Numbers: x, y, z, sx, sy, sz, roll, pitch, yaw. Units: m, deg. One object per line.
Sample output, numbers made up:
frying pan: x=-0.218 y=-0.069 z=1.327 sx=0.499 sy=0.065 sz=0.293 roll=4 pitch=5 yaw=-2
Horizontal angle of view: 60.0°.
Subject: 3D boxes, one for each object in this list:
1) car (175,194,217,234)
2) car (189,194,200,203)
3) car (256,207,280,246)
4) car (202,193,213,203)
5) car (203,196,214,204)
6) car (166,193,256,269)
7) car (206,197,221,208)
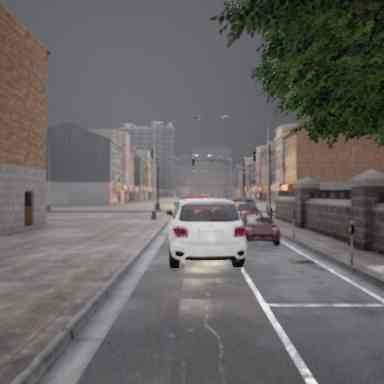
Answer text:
car: x=0.220 y=1.173 z=20.131 sx=2.150 sy=2.045 sz=5.566 roll=0 pitch=0 yaw=0
car: x=0.569 y=1.273 z=67.865 sx=2.097 sy=1.767 sz=4.553 roll=0 pitch=0 yaw=0
car: x=2.748 y=1.544 z=14.816 sx=1.802 sy=1.307 sz=4.206 roll=1 pitch=0 yaw=0
car: x=3.120 y=1.237 z=68.443 sx=2.192 sy=1.841 sz=5.009 roll=1 pitch=0 yaw=0
car: x=3.081 y=1.464 z=63.006 sx=1.887 sy=1.381 sz=4.507 roll=1 pitch=0 yaw=0
car: x=0.325 y=1.191 z=11.209 sx=2.150 sy=2.045 sz=5.566 roll=0 pitch=0 yaw=-3
car: x=2.968 y=1.466 z=46.694 sx=1.887 sy=1.381 sz=4.507 roll=1 pitch=0 yaw=0
